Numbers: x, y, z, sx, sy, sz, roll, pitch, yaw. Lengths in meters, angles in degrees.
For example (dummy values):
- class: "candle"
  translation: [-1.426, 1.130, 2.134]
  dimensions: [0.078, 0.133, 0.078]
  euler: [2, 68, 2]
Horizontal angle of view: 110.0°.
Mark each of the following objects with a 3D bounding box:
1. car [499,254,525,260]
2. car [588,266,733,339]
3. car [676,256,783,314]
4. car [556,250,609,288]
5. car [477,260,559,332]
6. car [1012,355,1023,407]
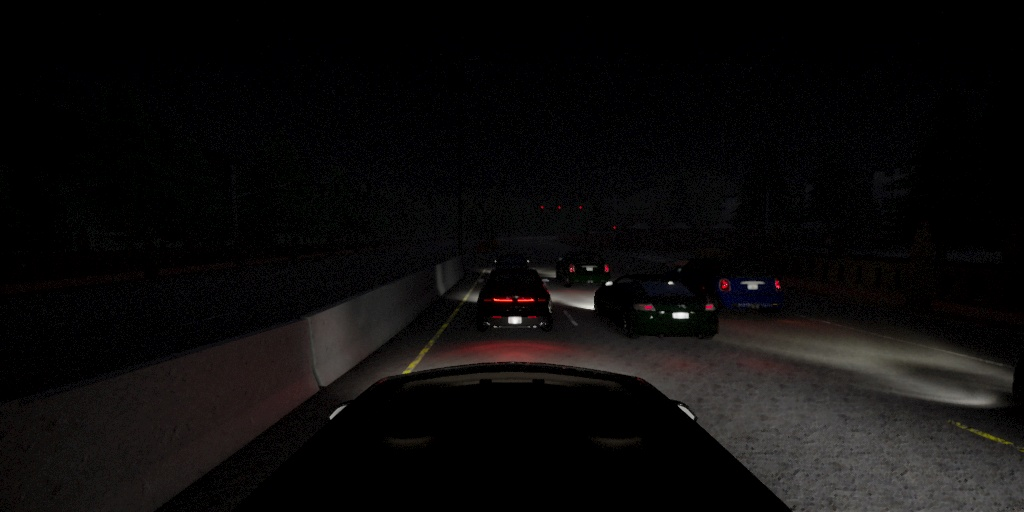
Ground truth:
- class: "car"
  translation: [-0.003, 0.592, 19.837]
  dimensions: [2.033, 1.411, 5.357]
  euler: [0, 4, 0]
- class: "car"
  translation: [3.560, 1.164, 9.589]
  dimensions: [1.994, 1.385, 4.181]
  euler: [0, 2, 0]
- class: "car"
  translation: [7.040, 0.824, 12.624]
  dimensions: [2.097, 1.767, 4.553]
  euler: [0, 3, 0]
- class: "car"
  translation: [3.505, 0.488, 18.358]
  dimensions: [2.097, 1.767, 4.553]
  euler: [0, 4, 0]
- class: "car"
  translation: [0.055, 1.078, 10.333]
  dimensions: [1.837, 1.490, 4.892]
  euler: [0, 2, 0]
- class: "car"
  translation: [7.093, 1.101, 2.367]
  dimensions: [2.097, 1.767, 4.553]
  euler: [0, 0, 0]
